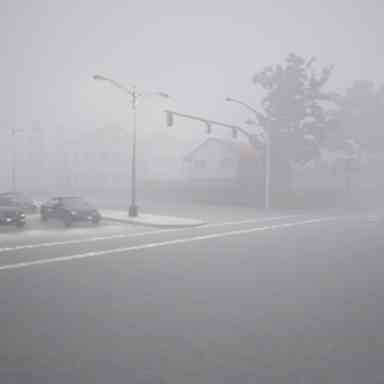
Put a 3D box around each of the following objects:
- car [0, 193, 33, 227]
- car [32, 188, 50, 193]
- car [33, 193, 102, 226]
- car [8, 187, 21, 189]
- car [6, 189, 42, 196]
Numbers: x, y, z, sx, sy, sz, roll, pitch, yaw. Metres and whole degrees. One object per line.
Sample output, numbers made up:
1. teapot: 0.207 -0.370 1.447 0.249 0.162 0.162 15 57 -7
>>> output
1. car: -10.042 0.962 16.792 4.892 1.490 1.837 2 2 44
2. car: -23.256 0.055 50.474 4.181 1.385 1.994 2 2 44
3. car: -6.923 0.987 18.670 4.674 1.442 1.812 2 2 44
4. car: -30.521 -0.212 57.402 4.181 1.385 1.994 2 2 44
5. car: -13.208 0.755 24.687 4.674 1.442 1.812 2 2 44
